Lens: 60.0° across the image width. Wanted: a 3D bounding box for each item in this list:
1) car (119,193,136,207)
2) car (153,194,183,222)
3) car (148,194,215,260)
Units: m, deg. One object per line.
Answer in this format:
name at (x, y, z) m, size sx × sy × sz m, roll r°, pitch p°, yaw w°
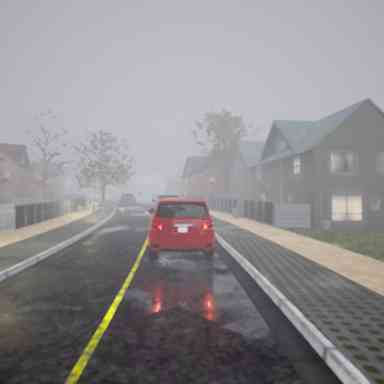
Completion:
car at (-9.587, 1.153, 49.434) m, size 2.150 × 2.045 × 5.566 m, roll 0°, pitch 0°, yaw -15°
car at (-2.133, 1.205, 27.749) m, size 2.150 × 2.045 × 5.566 m, roll 0°, pitch 0°, yaw -8°
car at (-0.470, 1.220, 12.600) m, size 2.150 × 2.045 × 5.566 m, roll 0°, pitch 0°, yaw -4°
